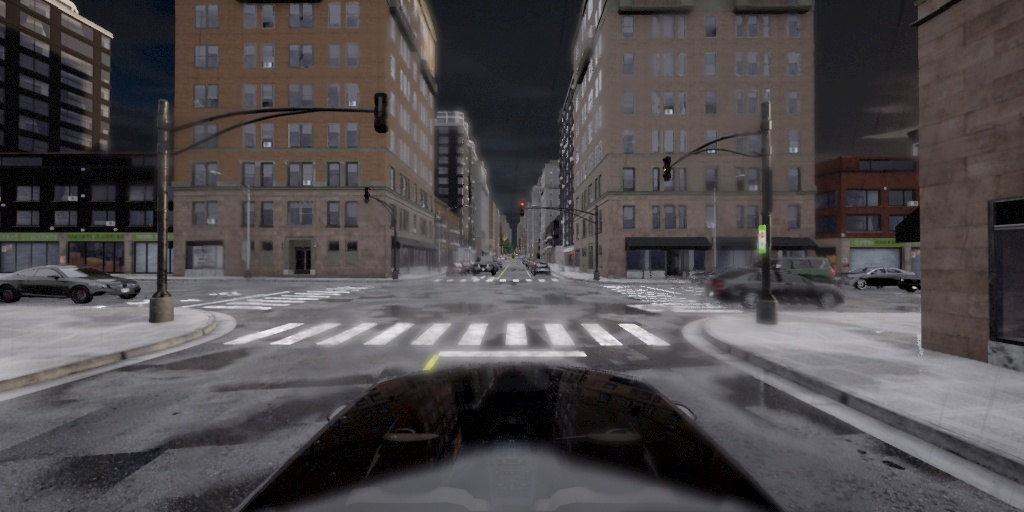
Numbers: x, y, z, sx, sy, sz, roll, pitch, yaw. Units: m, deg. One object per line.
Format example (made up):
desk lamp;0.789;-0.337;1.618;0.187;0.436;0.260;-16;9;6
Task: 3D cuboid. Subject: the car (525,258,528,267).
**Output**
car;3.100;1.302;47.279;2.007;1.370;4.403;0;0;1

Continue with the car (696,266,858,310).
car;10.382;1.285;14.326;4.892;1.490;1.837;0;-1;0

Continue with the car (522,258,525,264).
car;3.303;1.315;63.870;1.948;1.339;4.313;0;0;1

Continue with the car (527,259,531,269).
car;3.033;1.297;41.749;1.888;1.381;4.507;0;0;1

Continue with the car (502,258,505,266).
car;-2.525;1.352;58.170;1.895;1.301;4.718;0;0;1

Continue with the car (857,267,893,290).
car;24.229;1.463;24.189;4.902;1.511;2.128;0;-1;0

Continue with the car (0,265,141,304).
car;-17.928;1.106;14.506;4.674;1.442;1.812;0;-1;1

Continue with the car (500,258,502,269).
car;-2.661;1.257;47.914;1.837;1.490;4.892;0;0;1

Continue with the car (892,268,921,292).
car;25.716;1.550;20.933;4.718;1.301;1.895;0;-1;0

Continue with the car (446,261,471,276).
car;-5.561;1.335;36.319;1.802;1.307;4.207;0;0;1

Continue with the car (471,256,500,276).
car;-2.784;0.975;37.826;2.150;2.045;5.566;0;0;1

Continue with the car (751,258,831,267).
car;15.614;1.105;20.998;5.566;2.045;2.150;0;-1;0

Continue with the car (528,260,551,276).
car;2.965;1.318;36.219;1.948;1.339;4.313;0;0;1

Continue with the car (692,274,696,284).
car;14.824;1.401;24.245;4.902;1.511;2.128;0;-1;2
